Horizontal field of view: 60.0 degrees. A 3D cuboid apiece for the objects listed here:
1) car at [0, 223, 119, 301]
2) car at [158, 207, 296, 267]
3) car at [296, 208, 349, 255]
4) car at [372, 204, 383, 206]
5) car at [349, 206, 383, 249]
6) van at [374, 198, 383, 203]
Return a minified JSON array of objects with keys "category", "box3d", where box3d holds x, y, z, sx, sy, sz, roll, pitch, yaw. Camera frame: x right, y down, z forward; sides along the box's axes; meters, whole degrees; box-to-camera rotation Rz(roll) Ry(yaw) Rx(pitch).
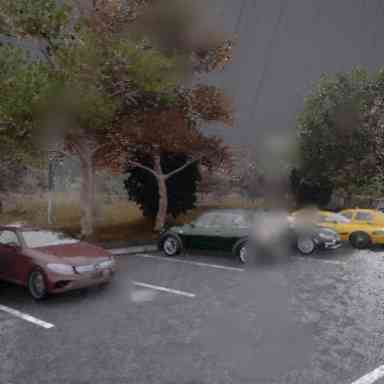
[{"category":"car","box3d":[-3.922,1.531,8.387,4.674,1.452,2.002,-1,-1,35]},{"category":"car","box3d":[0.966,1.392,11.781,4.553,1.767,2.185,-1,-1,35]},{"category":"car","box3d":[3.381,1.530,13.498,4.892,1.521,2.231,-1,-1,35]},{"category":"car","box3d":[8.136,1.545,16.960,5.366,1.575,1.946,-1,-1,36]},{"category":"car","box3d":[5.986,1.534,15.070,5.366,1.575,1.946,-1,-1,35]},{"category":"van","box3d":[13.086,1.331,20.252,4.442,1.987,1.878,-1,-1,36]}]
